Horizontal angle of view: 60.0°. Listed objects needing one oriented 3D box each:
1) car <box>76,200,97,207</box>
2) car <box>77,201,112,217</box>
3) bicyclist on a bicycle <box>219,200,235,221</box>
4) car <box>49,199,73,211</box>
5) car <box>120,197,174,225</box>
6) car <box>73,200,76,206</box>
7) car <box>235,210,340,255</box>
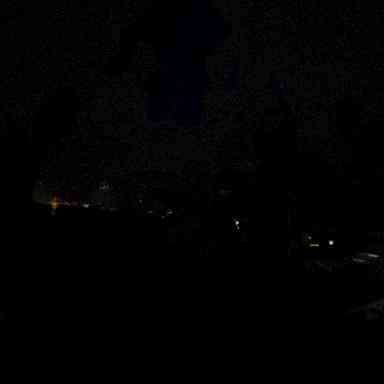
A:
[{"bbox_3d":[-13.401,1.839,44.014,1.837,1.490,4.892,0,0,-35],"label":"car"},{"bbox_3d":[-9.858,1.858,33.962,1.895,1.301,4.718,0,0,-35],"label":"car"},{"bbox_3d":[2.764,1.444,26.185,1.656,1.620,0.582,0,0,-35],"label":"bicyclist on a bicycle"},{"bbox_3d":[-18.745,1.773,46.755,1.882,1.535,5.008,0,0,-35],"label":"car"},{"bbox_3d":[-3.553,1.394,24.975,2.150,2.045,5.566,0,-1,-35],"label":"car"},{"bbox_3d":[-19.373,1.959,52.425,2.033,1.411,5.357,0,0,-35],"label":"car"},{"bbox_3d":[3.744,1.567,13.884,1.837,1.490,4.892,0,0,-29],"label":"car"}]
